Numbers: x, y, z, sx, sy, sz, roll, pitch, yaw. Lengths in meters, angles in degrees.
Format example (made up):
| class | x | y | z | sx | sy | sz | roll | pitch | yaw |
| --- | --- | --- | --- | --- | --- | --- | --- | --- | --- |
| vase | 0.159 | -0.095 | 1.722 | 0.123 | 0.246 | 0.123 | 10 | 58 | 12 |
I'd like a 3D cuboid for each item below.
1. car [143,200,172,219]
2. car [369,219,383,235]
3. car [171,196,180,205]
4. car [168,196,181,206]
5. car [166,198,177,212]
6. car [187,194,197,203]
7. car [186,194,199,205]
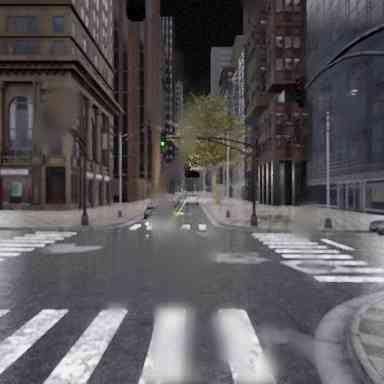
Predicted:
| class | x | y | z | sx | sy | sz | roll | pitch | yaw |
| --- | --- | --- | --- | --- | --- | --- | --- | --- | --- |
| car | -3.126 | 1.672 | 29.891 | 1.994 | 1.385 | 4.181 | 0 | 0 | 0 |
| car | 11.912 | 1.742 | 17.943 | 4.403 | 1.369 | 2.008 | 0 | -1 | 0 |
| car | -3.141 | 1.691 | 49.020 | 1.895 | 1.301 | 4.718 | 0 | 0 | 0 |
| car | -3.104 | 1.554 | 59.417 | 2.128 | 1.511 | 4.902 | 0 | 0 | 1 |
| car | -3.135 | 1.705 | 38.684 | 1.895 | 1.301 | 4.718 | 0 | 0 | 0 |
| car | -0.039 | 1.366 | 70.459 | 2.097 | 1.767 | 4.553 | 0 | 0 | 0 |
| car | 0.044 | 1.282 | 59.804 | 2.150 | 2.045 | 5.566 | 0 | 0 | 0 |
